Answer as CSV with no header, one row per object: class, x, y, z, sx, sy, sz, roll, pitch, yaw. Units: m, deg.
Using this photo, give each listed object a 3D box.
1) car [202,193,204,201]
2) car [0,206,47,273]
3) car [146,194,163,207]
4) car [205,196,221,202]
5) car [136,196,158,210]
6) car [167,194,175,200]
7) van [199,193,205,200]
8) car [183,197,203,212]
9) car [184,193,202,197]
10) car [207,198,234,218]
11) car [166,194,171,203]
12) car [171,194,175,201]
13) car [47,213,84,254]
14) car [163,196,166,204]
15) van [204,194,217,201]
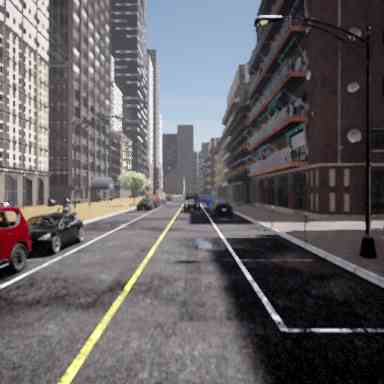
car,2.360,1.415,69.954,1.882,1.535,5.008,0,0,0
car,-5.693,1.304,7.826,2.192,1.841,5.009,0,0,0
car,-5.693,1.262,46.486,2.192,1.841,5.009,0,0,0
car,2.688,1.479,35.611,1.752,1.417,4.829,0,0,0
car,-5.693,1.516,40.964,1.947,1.339,4.313,0,0,0
car,-5.693,1.380,90.670,1.967,1.590,4.097,0,0,0
van,2.687,1.280,90.669,1.690,1.788,3.998,0,0,0
car,-0.002,1.553,37.594,1.895,1.301,4.718,0,0,0
car,0.001,1.168,47.709,2.150,2.045,5.566,0,0,0
car,2.689,1.525,29.918,1.947,1.339,4.313,0,0,0
car,-5.693,1.491,63.055,2.008,1.369,4.403,0,0,0
car,-5.693,1.503,79.624,1.947,1.339,4.313,0,0,0
car,-5.692,1.547,13.350,1.947,1.339,4.313,0,0,0
car,-5.693,1.495,52.010,2.008,1.369,4.403,0,0,0
van,2.688,1.291,40.964,1.690,1.788,3.998,0,0,0
